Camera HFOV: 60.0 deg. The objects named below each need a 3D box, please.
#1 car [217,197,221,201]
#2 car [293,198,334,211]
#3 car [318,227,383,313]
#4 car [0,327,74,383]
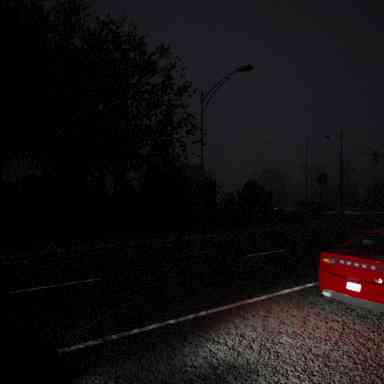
[{"bbox_3d":[3.937,1.454,56.659,1.812,1.442,4.674,0,1,-32],"label":"car"},{"bbox_3d":[14.488,1.477,39.849,1.882,1.535,5.008,0,0,-33],"label":"car"},{"bbox_3d":[4.797,1.478,7.146,5.008,1.535,1.882,0,0,-35],"label":"car"},{"bbox_3d":[-3.084,1.492,1.555,4.902,1.511,2.128,0,0,-35],"label":"car"}]
